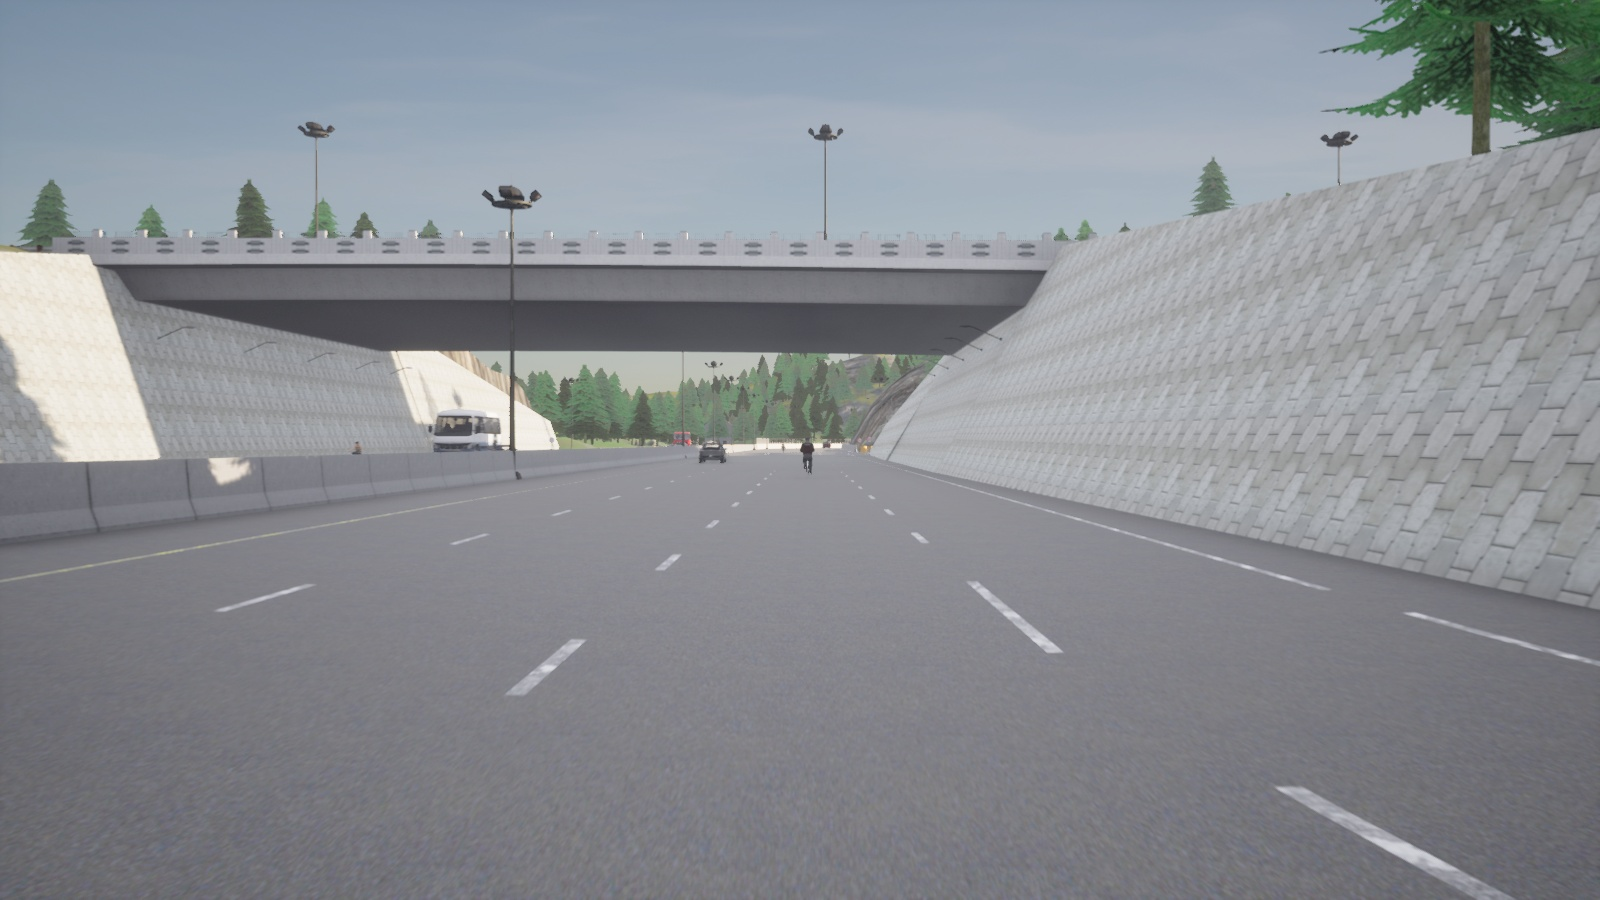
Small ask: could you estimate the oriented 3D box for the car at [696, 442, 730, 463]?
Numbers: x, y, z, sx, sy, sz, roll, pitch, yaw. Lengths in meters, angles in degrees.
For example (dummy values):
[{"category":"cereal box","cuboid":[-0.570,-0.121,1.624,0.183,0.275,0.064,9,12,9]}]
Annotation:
[{"category":"car","cuboid":[-6.463,0.169,93.773,2.128,1.511,4.902,0,0,0]}]
